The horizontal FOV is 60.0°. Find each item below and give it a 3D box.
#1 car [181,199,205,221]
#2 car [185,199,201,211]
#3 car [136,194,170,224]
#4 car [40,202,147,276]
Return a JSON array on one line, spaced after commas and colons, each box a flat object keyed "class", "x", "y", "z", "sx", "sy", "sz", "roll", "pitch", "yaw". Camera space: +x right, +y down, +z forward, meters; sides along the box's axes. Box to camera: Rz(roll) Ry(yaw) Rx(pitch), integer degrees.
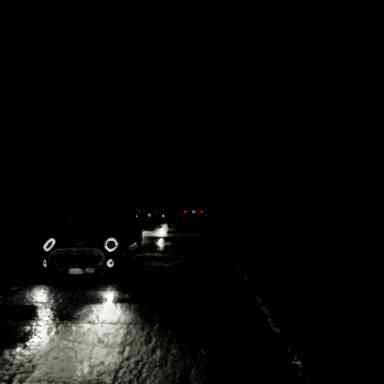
[{"class": "car", "x": 0.120, "y": 1.514, "z": 27.149, "sx": 2.033, "sy": 1.411, "sz": 5.357, "roll": 0, "pitch": 0, "yaw": 0}, {"class": "car", "x": 0.142, "y": 1.554, "z": 40.471, "sx": 1.895, "sy": 1.301, "sz": 4.718, "roll": 0, "pitch": 0, "yaw": 0}, {"class": "car", "x": -2.836, "y": 1.193, "z": 24.997, "sx": 2.150, "sy": 2.045, "sz": 5.566, "roll": 0, "pitch": 0, "yaw": 0}, {"class": "car", "x": -2.837, "y": 1.341, "z": 10.334, "sx": 2.097, "sy": 1.767, "sz": 4.553, "roll": 0, "pitch": 0, "yaw": 0}]
